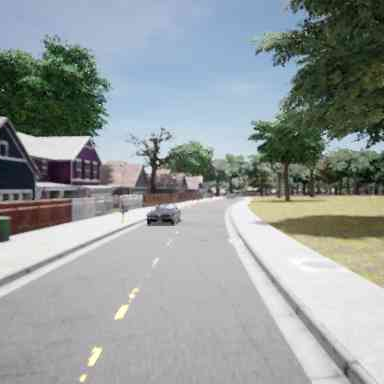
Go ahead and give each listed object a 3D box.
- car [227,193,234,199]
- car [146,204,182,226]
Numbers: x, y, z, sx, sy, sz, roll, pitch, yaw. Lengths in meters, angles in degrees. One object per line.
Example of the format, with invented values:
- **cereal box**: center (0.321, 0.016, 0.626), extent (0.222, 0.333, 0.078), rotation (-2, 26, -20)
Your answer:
- **car**: center (10.798, 1.127, 93.323), extent (2.097, 1.767, 4.553), rotation (0, 0, 8)
- **car**: center (-1.880, 1.521, 23.086), extent (1.895, 1.301, 4.718), rotation (0, 0, 5)
